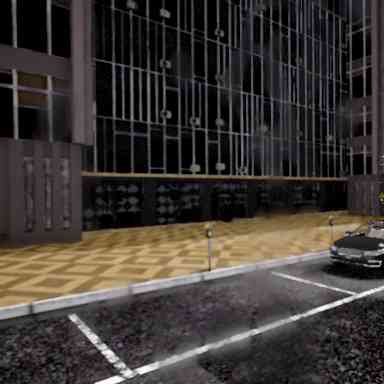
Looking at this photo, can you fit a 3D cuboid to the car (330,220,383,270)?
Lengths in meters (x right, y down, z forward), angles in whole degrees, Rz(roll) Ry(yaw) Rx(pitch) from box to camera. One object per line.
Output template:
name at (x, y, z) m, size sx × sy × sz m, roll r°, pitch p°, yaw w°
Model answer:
car at (6.128, 1.576, 10.501) m, size 4.403 × 1.369 × 2.008 m, roll 0°, pitch -1°, yaw -36°
